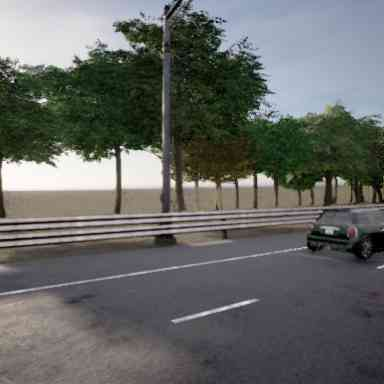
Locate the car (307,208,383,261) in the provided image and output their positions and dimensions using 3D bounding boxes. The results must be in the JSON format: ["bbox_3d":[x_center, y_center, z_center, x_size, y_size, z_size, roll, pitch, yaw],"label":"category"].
[{"bbox_3d":[6.501,1.400,12.747,4.553,1.767,2.097,0,0,-35],"label":"car"}]
